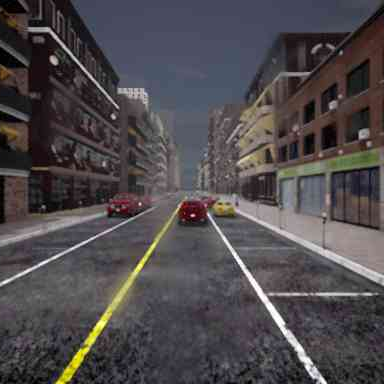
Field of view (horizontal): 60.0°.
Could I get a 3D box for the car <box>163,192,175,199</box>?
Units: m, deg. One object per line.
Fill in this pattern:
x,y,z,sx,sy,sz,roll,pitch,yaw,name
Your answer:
-5.879,0.883,79.052,2.008,1.369,4.403,0,0,0,car

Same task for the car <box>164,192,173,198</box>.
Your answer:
-5.893,0.834,84.689,2.008,1.369,4.403,0,0,0,car

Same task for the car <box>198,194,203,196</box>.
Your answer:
0.002,1.254,41.158,1.895,1.301,4.718,0,0,0,car

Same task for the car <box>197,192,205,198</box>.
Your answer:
2.474,0.797,90.341,1.947,1.339,4.313,0,0,0,car

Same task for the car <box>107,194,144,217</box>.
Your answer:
-5.754,1.079,28.327,2.192,1.841,5.009,0,0,0,car

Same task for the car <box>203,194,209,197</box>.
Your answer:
2.597,1.210,39.617,1.887,1.381,4.507,0,0,0,car

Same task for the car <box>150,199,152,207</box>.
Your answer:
-5.783,1.214,39.601,1.887,1.381,4.507,0,0,0,car

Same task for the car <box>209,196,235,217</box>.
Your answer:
2.625,1.284,28.515,1.752,1.417,4.829,0,0,0,car

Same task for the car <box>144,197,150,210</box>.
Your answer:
-5.769,1.157,33.963,1.967,1.590,4.097,0,0,0,car

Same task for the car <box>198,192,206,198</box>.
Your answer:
2.488,0.804,84.874,1.752,1.417,4.829,0,0,0,car

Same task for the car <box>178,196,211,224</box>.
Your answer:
0.044,1.284,22.996,1.882,1.535,5.008,0,0,0,car

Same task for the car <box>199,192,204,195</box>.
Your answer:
2.543,1.024,62.161,2.008,1.369,4.403,0,0,0,car
